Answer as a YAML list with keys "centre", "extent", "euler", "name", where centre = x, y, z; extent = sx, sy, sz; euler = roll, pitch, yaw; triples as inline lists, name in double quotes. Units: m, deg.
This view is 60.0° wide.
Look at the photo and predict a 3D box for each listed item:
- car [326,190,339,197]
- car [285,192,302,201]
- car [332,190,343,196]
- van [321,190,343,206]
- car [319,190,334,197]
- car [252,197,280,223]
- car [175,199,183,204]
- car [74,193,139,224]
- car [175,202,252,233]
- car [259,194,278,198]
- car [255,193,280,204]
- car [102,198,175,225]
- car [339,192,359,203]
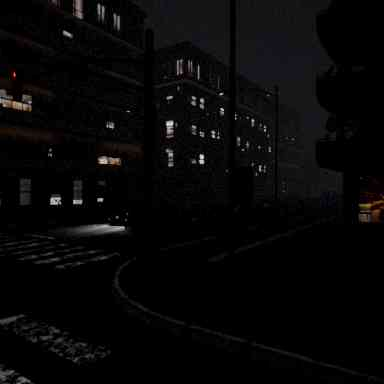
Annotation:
- centre: [32.777, 0.336, 77.622]
  extent: [1.802, 1.307, 4.206]
  euler: [2, 2, 35]
  name: "car"
- centre: [16.805, 0.719, 54.805]
  extent: [1.947, 1.339, 4.313]
  euler: [2, 2, 35]
  name: "car"
- centre: [35.972, 0.256, 82.186]
  extent: [1.802, 1.307, 4.206]
  euler: [2, 2, 35]
  name: "car"
- centre: [17.261, 0.721, 40.836]
  extent: [1.690, 1.788, 3.998]
  euler: [2, 2, 35]
  name: "van"
- centre: [29.583, 0.378, 73.058]
  extent: [1.887, 1.381, 4.507]
  euler: [2, 2, 35]
  name: "car"
- centre: [4.480, 1.283, 22.587]
  extent: [1.802, 1.307, 4.206]
  euler: [2, 2, 35]
  name: "car"
- centre: [-2.362, 1.180, 27.424]
  extent: [1.887, 1.381, 4.507]
  euler: [2, 2, 35]
  name: "car"
- centre: [-5.555, 1.031, 22.854]
  extent: [2.192, 1.841, 5.009]
  euler: [2, 2, 35]
  name: "car"
- centre: [1.285, 1.348, 18.023]
  extent: [1.947, 1.339, 4.313]
  euler: [2, 2, 35]
  name: "car"
- centre: [8.753, 0.993, 38.778]
  extent: [1.994, 1.385, 4.181]
  euler: [1, 1, 35]
  name: "car"
- centre: [10.416, 0.880, 45.678]
  extent: [1.947, 1.339, 4.313]
  euler: [2, 2, 35]
  name: "car"
- centre: [-3.339, 1.297, 21.533]
  extent: [1.994, 1.385, 4.181]
  euler: [1, 1, 35]
  name: "car"
- centre: [23.647, 0.764, 49.966]
  extent: [1.887, 1.381, 4.507]
  euler: [2, 2, 35]
  name: "car"
